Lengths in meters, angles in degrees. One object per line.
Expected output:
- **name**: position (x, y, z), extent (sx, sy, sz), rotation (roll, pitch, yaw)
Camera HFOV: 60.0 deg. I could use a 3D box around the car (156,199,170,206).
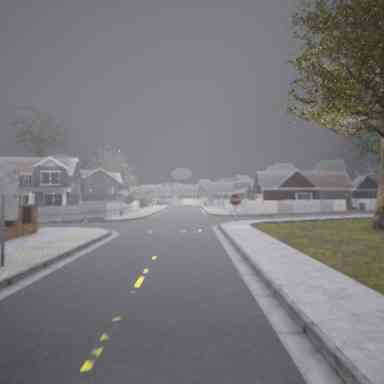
- **car**: position (-6.861, 2.334, 78.644), extent (2.097, 1.767, 4.553), rotation (1, -1, -23)
